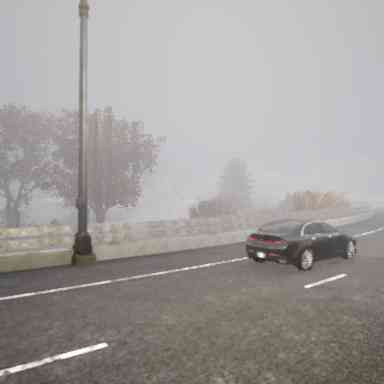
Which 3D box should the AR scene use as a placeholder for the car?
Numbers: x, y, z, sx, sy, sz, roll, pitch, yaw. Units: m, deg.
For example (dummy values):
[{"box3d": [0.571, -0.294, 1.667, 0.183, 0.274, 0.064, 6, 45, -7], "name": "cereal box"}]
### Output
[{"box3d": [3.923, 1.662, 11.526, 4.892, 1.490, 1.837, 1, -1, -40], "name": "car"}]
